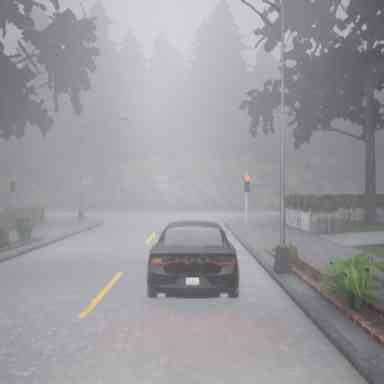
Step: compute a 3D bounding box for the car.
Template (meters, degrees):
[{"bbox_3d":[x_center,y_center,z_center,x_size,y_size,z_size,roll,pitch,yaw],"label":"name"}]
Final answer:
[{"bbox_3d":[0.040,1.451,8.480,1.882,1.535,5.008,0,0,1],"label":"car"}]
